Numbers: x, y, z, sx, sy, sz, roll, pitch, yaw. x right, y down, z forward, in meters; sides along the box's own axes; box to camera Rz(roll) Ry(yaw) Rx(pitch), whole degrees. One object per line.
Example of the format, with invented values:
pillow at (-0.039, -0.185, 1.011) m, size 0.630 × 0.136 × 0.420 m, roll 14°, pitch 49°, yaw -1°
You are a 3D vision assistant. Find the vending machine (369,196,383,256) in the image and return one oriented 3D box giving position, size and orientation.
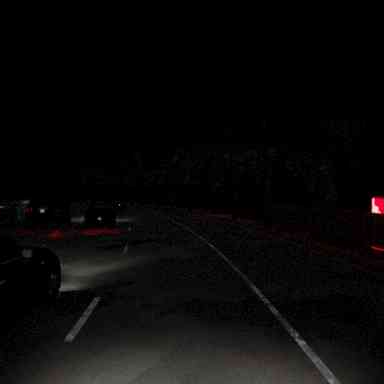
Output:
vending machine at (7.227, 1.193, 12.073) m, size 1.100 × 2.100 × 0.880 m, roll 0°, pitch 0°, yaw -6°

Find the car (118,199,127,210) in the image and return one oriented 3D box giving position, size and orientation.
car at (-10.120, 1.636, 44.562) m, size 1.994 × 1.385 × 4.181 m, roll 0°, pitch 0°, yaw -24°

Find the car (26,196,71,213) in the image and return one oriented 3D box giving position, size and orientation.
car at (-9.920, 1.257, 23.274) m, size 2.150 × 2.045 × 5.566 m, roll 0°, pitch 0°, yaw -13°

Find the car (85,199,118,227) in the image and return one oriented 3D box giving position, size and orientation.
car at (-6.281, 1.503, 23.030) m, size 1.882 × 1.535 × 5.008 m, roll 0°, pitch 0°, yaw -13°

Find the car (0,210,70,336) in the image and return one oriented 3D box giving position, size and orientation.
car at (-3.738, 1.355, 5.215) m, size 2.097 × 1.767 × 4.553 m, roll 0°, pitch 0°, yaw -3°

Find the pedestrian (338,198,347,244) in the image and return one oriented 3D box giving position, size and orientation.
pedestrian at (5.916, 1.140, 13.269) m, size 0.375 × 1.860 × 0.375 m, roll -1°, pitch 0°, yaw -7°
